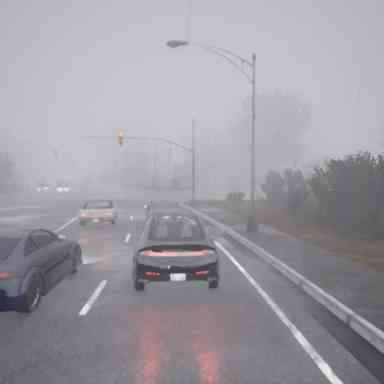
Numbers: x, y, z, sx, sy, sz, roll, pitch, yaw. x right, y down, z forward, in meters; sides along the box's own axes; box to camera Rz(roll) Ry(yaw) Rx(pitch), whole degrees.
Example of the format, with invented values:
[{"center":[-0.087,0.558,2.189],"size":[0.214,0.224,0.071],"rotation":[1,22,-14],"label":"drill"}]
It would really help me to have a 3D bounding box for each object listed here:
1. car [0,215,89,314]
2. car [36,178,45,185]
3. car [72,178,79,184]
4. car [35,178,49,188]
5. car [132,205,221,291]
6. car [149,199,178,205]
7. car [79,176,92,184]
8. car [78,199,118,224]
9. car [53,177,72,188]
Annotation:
[{"center":[-3.869,1.456,7.337],"size":[1.994,1.385,4.181],"rotation":[0,1,-4],"label":"car"},{"center":[-34.973,-2.405,76.864],"size":[1.837,1.490,4.892],"rotation":[-2,4,-25],"label":"car"},{"center":[-29.829,-2.754,82.325],"size":[1.882,1.535,5.008],"rotation":[-2,4,-25],"label":"car"},{"center":[-27.959,-1.505,62.196],"size":[1.994,1.385,4.181],"rotation":[-2,4,-25],"label":"car"},{"center":[-0.451,1.341,8.691],"size":[2.128,1.511,4.902],"rotation":[0,1,-4],"label":"car"},{"center":[-1.544,1.080,18.021],"size":[2.033,1.411,5.357],"rotation":[-1,3,-9],"label":"car"},{"center":[-26.685,-3.098,83.844],"size":[2.150,2.045,5.566],"rotation":[-2,4,-25],"label":"car"},{"center":[-5.338,1.080,19.413],"size":[1.895,1.301,4.718],"rotation":[-1,3,-10],"label":"car"},{"center":[-24.795,-1.642,63.683],"size":[2.128,1.511,4.902],"rotation":[-2,4,-25],"label":"car"}]
